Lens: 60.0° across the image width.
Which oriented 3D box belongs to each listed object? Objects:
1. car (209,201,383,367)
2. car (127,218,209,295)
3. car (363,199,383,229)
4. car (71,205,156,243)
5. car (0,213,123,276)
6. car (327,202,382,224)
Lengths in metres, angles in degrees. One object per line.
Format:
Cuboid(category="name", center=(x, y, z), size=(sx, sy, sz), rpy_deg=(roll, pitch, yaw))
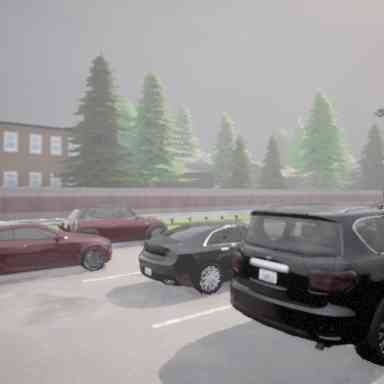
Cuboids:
Cuboid(category="car", center=(3.204, 1.227, 6.032), size=(5.566, 2.045, 2.150), rpy_deg=(0, 0, -35))
Cuboid(category="car", center=(1.009, 1.511, 8.764), size=(4.892, 1.490, 1.837), rpy_deg=(0, 0, -35))
Cuboid(category="car", center=(13.516, 1.376, 21.984), size=(4.553, 1.767, 2.097), rpy_deg=(0, 0, -35))
Cuboid(category="car", center=(-3.228, 1.358, 14.342), size=(4.553, 1.767, 2.097), rpy_deg=(0, 0, -35))
Cuboid(category="car", center=(-4.517, 1.527, 9.140), size=(4.674, 1.442, 1.812), rpy_deg=(0, 0, -36))
Cuboid(category="car", center=(12.604, 1.551, 25.651), size=(4.674, 1.442, 1.812), rpy_deg=(0, 0, -36))
